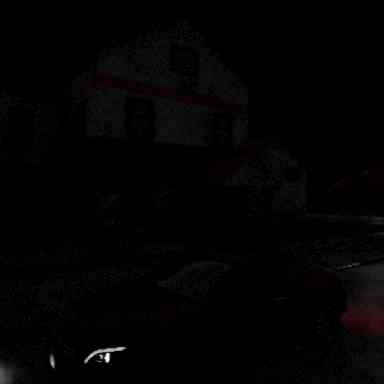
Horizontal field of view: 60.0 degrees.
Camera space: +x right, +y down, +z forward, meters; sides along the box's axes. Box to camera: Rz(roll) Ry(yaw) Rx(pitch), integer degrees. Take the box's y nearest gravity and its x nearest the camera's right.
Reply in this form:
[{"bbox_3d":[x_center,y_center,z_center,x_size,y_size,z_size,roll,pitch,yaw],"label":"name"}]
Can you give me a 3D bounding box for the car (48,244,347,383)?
[{"bbox_3d":[0.427,1.559,4.890,4.674,1.442,1.812,1,-1,-35],"label":"car"}]
